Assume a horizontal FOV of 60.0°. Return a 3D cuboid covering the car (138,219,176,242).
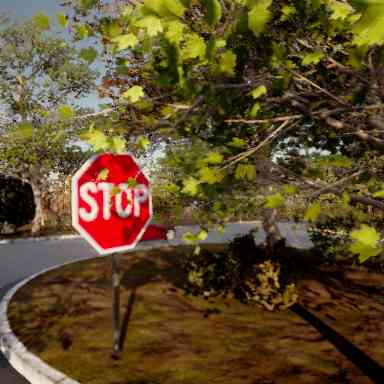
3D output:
[{"bbox_3d":[-2.863,1.904,17.346,1.882,1.535,5.008,-2,-3,35],"label":"car"}]
